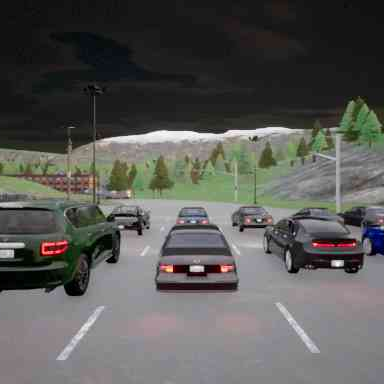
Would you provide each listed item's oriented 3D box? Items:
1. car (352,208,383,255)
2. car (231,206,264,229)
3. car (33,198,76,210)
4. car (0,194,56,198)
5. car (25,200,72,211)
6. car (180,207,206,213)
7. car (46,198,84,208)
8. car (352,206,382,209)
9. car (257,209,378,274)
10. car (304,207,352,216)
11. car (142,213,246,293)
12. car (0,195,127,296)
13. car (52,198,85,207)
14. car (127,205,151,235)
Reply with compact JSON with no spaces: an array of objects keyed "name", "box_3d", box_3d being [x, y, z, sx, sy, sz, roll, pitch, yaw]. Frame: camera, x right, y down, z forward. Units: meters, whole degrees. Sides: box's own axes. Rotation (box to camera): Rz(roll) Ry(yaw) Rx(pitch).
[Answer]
[{"name":"car","box_3d":[7.079,1.478,10.076,1.882,1.535,5.008,0,0,0]},{"name":"car","box_3d":[3.527,1.547,20.085,2.033,1.411,5.357,0,0,-1]},{"name":"car","box_3d":[-17.733,1.504,43.072,4.892,1.490,1.837,0,0,-2]},{"name":"car","box_3d":[-18.197,1.222,35.998,5.566,2.045,2.150,0,0,-1]},{"name":"car","box_3d":[-16.978,1.601,39.523,4.718,1.301,1.895,0,0,-1]},{"name":"car","box_3d":[0.050,1.547,19.070,2.033,1.411,5.357,0,0,0]},{"name":"car","box_3d":[-17.749,1.525,46.568,4.674,1.442,1.812,0,0,-2]},{"name":"car","box_3d":[10.528,1.547,20.036,2.033,1.411,5.357,0,0,-1]},{"name":"car","box_3d":[3.580,1.505,10.592,1.837,1.490,4.892,0,0,0]},{"name":"car","box_3d":[7.039,1.564,19.064,1.994,1.385,4.181,0,0,0]},{"name":"car","box_3d":[0.085,1.547,9.000,2.033,1.411,5.357,0,0,0]},{"name":"car","box_3d":[-3.417,1.221,8.757,2.150,2.045,5.566,0,0,0]},{"name":"car","box_3d":[-18.546,1.563,50.108,4.181,1.385,1.994,0,0,-3]},{"name":"car","box_3d":[-3.453,1.491,18.611,2.128,1.511,4.902,0,0,0]}]
